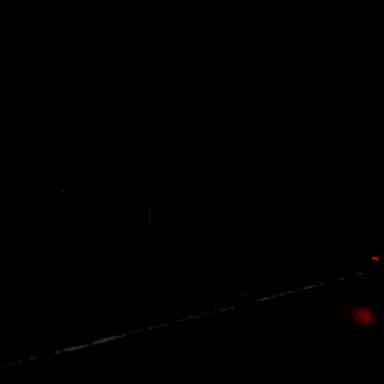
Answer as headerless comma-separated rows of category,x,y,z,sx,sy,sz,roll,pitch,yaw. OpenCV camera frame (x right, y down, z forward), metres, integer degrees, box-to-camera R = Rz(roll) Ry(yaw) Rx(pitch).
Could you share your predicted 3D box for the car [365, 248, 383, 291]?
car,6.059,1.641,8.055,4.181,1.385,1.994,1,0,-35
